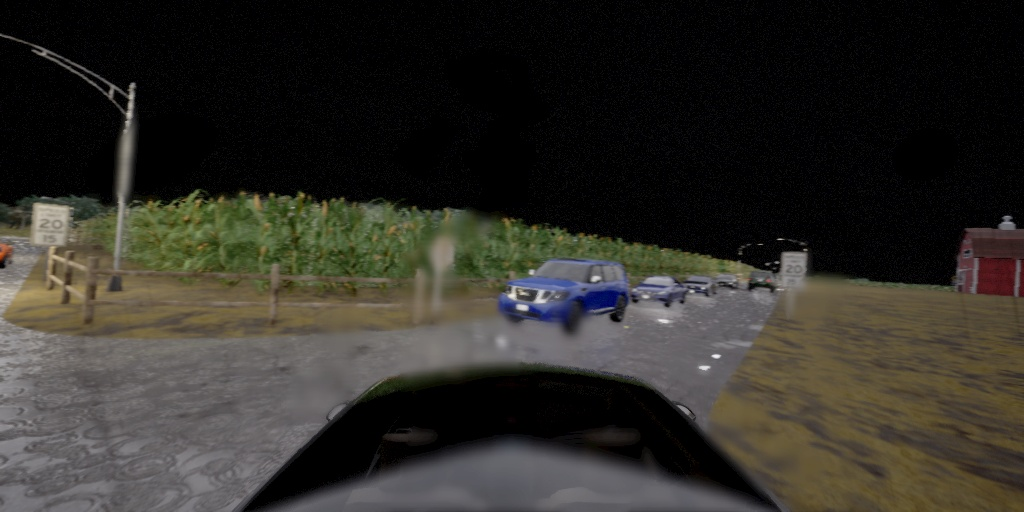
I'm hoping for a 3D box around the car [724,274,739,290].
[{"bbox_3d":[22.090,2.612,36.988,1.837,1.490,4.892,4,1,39],"label":"car"}]

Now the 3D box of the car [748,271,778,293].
[{"bbox_3d":[25.979,2.591,37.239,2.150,2.045,5.566,4,1,38],"label":"car"}]

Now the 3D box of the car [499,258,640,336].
[{"bbox_3d":[1.963,1.097,11.496,2.150,2.045,5.566,4,0,37],"label":"car"}]

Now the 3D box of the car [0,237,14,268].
[{"bbox_3d":[-26.327,-0.415,17.586,4.553,1.767,2.097,3,-1,38],"label":"car"}]

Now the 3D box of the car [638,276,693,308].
[{"bbox_3d":[7.935,1.794,19.153,1.812,1.442,4.674,4,0,38],"label":"car"}]

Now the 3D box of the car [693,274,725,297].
[{"bbox_3d":[14.376,2.201,27.312,2.033,1.411,5.357,4,1,39],"label":"car"}]
